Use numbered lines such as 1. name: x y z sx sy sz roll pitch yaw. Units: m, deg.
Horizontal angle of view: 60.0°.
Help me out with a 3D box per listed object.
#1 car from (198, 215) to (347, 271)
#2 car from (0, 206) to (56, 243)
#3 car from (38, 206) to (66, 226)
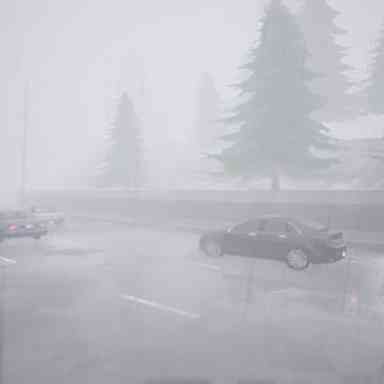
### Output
1. car: 2.449 1.527 11.065 4.892 1.490 1.837 0 0 37
2. car: -8.860 1.532 16.025 5.357 1.411 2.033 0 0 43
3. car: -10.357 1.587 22.361 1.895 1.301 4.718 0 0 -45
